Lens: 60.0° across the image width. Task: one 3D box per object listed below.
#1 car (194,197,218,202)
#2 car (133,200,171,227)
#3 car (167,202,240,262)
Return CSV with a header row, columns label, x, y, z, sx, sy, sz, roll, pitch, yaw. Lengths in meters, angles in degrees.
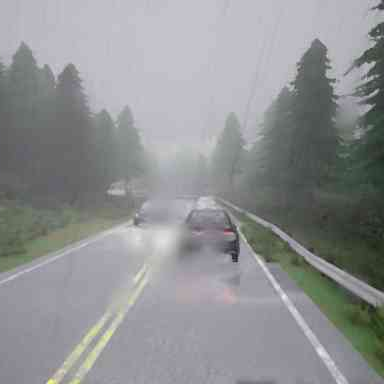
label,x,y,z,sx,sy,sz,roll,pitch,yaw
car,1.175,1.147,27.394,1.812,1.442,4.674,0,1,2
car,-2.320,1.232,20.560,1.812,1.442,4.674,0,1,3
car,0.580,1.334,11.523,2.128,1.511,4.902,0,1,3
